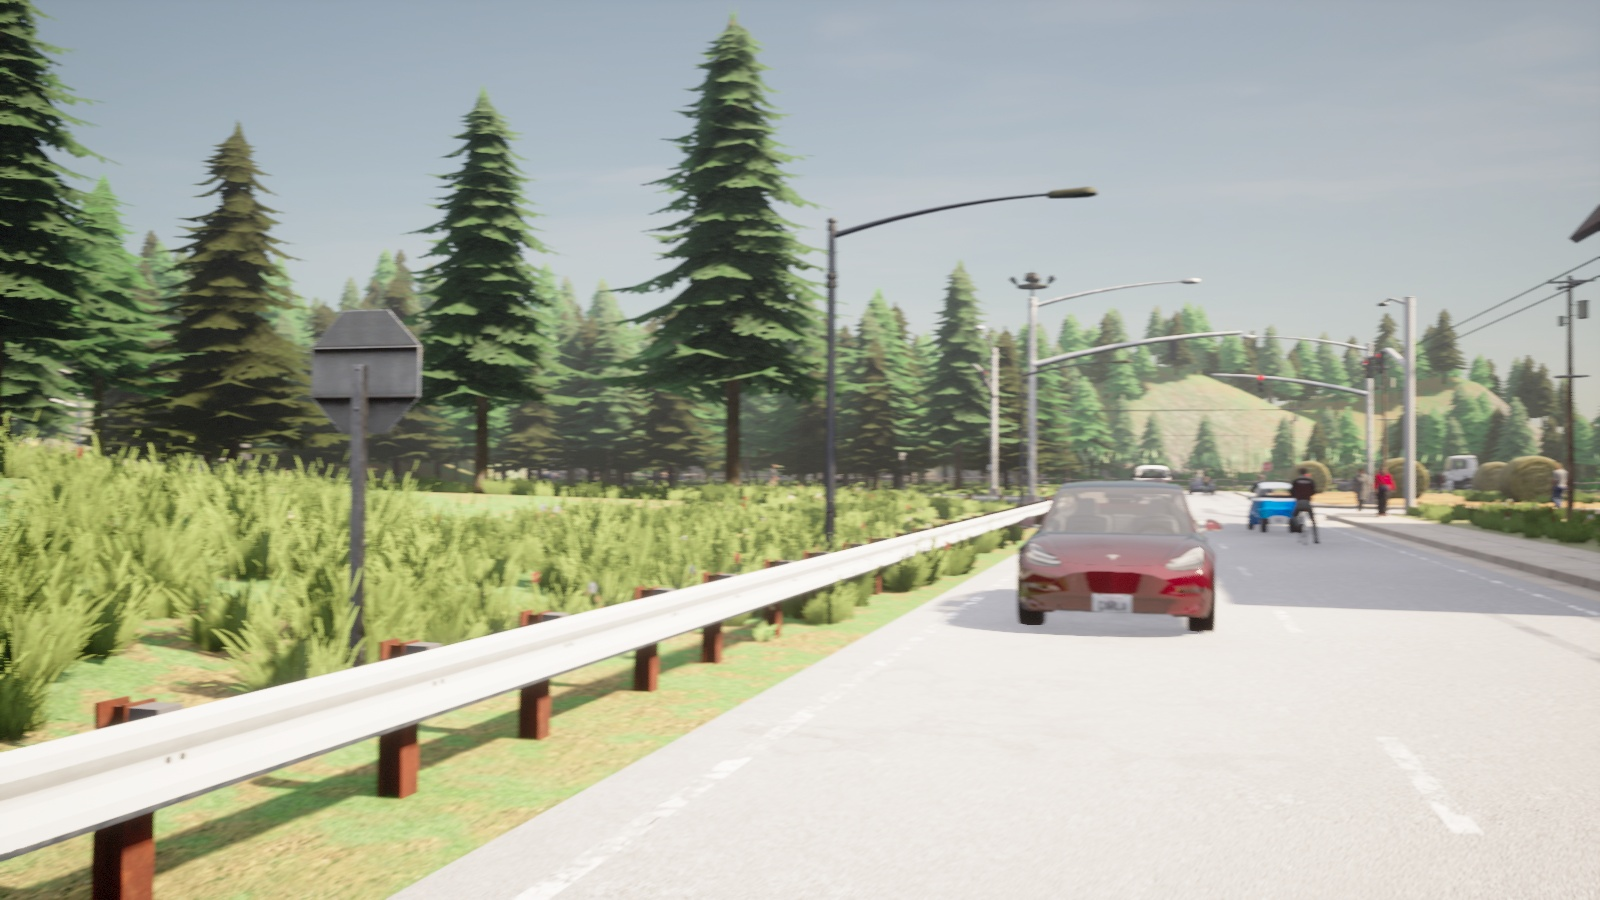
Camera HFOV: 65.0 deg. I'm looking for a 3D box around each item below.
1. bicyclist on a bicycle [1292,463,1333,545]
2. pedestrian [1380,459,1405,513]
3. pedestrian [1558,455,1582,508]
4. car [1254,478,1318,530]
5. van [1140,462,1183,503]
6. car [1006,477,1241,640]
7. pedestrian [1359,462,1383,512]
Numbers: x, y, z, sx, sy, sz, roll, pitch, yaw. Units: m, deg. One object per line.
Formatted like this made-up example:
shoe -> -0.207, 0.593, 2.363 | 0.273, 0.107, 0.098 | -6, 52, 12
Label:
bicyclist on a bicycle -> 11.525, 1.183, 28.294 | 0.659, 1.776, 1.843 | 0, -1, 16
pedestrian -> 20.201, 1.221, 42.814 | 0.634, 1.844, 0.899 | 0, -1, 18
pedestrian -> 26.859, 1.092, 43.803 | 0.354, 1.836, 0.706 | 0, -1, -5
car -> 13.503, 1.485, 34.988 | 1.481, 1.376, 2.207 | 0, -1, 16
van -> 18.653, 1.678, 64.774 | 2.069, 2.038, 4.480 | 0, -1, 16
car -> 3.732, 1.067, 14.268 | 2.163, 1.488, 4.792 | 0, -1, 16
pedestrian -> 22.499, 1.451, 49.485 | 0.659, 1.952, 0.873 | 0, -1, 12
